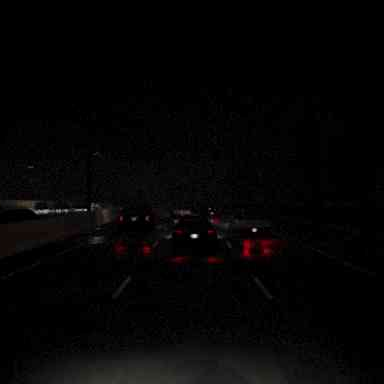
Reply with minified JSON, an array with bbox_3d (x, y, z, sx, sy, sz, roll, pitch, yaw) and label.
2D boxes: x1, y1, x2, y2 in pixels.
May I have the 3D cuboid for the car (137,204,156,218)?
[{"bbox_3d":[-5.363,2.167,39.056,1.994,1.385,4.181,0,-1,-10],"label":"car"}]

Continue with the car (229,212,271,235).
[{"bbox_3d":[3.523,1.930,21.274,1.895,1.301,4.718,0,-1,-1],"label":"car"}]

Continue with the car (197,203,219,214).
[{"bbox_3d":[1.799,2.103,38.767,1.837,1.490,4.892,0,-1,-10],"label":"car"}]

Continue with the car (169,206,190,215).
[{"bbox_3d":[-1.481,2.179,37.428,1.895,1.301,4.718,0,-1,-9],"label":"car"}]

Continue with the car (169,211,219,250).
[{"bbox_3d":[0.094,1.806,15.636,1.994,1.385,4.181,0,-1,0],"label":"car"}]

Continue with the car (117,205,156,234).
[{"bbox_3d":[-3.524,1.692,21.968,2.097,1.767,4.553,0,-1,-2],"label":"car"}]

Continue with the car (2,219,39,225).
[{"bbox_3d":[-10.669,1.810,19.689,1.837,1.490,4.892,0,-1,-1],"label":"car"}]
